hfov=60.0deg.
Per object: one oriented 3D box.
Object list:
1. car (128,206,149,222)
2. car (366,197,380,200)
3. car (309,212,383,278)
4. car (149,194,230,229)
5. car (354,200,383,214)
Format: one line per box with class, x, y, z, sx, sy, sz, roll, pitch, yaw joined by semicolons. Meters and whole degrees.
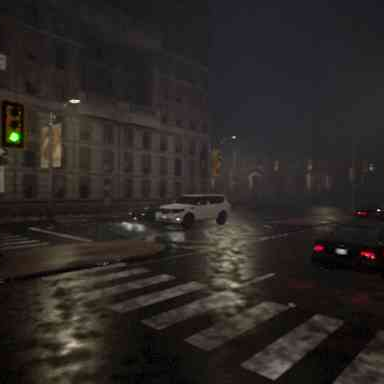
car;-2.011;1.409;24.268;2.033;1.411;5.357;1;0;42
car;42.379;1.828;77.880;1.895;1.301;4.718;1;0;42
car;5.545;1.577;10.238;2.033;1.411;5.357;1;0;45
car;0.234;1.126;21.526;2.150;2.045;5.566;1;0;42
car;12.813;1.576;23.216;1.837;1.490;4.892;1;0;42
